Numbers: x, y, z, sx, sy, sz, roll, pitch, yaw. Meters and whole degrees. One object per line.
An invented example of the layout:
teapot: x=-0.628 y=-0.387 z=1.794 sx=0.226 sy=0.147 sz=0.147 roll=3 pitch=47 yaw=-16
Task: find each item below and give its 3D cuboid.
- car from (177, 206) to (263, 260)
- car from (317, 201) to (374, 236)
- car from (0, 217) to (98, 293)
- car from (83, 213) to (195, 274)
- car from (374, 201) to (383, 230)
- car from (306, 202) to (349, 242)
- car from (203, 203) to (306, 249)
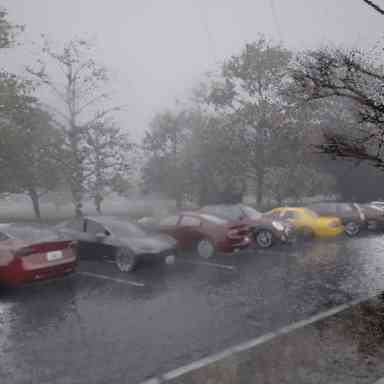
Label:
car: x=-0.234 y=1.454 z=12.361 sx=5.008 sy=1.535 sz=2.097 roll=-1 pitch=0 yaw=34
car: x=6.872 y=1.262 z=17.707 sx=4.553 sy=1.767 sz=2.185 roll=-1 pitch=0 yaw=33
car: x=-5.046 y=1.529 z=8.881 sx=4.792 sy=1.488 sz=2.163 roll=-1 pitch=0 yaw=34
car: x=-2.591 y=1.506 z=10.596 sx=4.792 sy=1.488 sz=2.163 roll=-1 pitch=-1 yaw=34
car: x=9.193 y=1.406 z=19.535 sx=4.674 sy=1.452 sz=2.002 roll=-1 pitch=0 yaw=32
car: x=4.340 y=1.410 z=16.023 sx=5.366 sy=1.575 sz=1.946 roll=-1 pitch=0 yaw=33
car: x=2.110 y=1.307 z=14.161 sx=4.553 sy=1.767 sz=2.185 roll=-1 pitch=-1 yaw=33
